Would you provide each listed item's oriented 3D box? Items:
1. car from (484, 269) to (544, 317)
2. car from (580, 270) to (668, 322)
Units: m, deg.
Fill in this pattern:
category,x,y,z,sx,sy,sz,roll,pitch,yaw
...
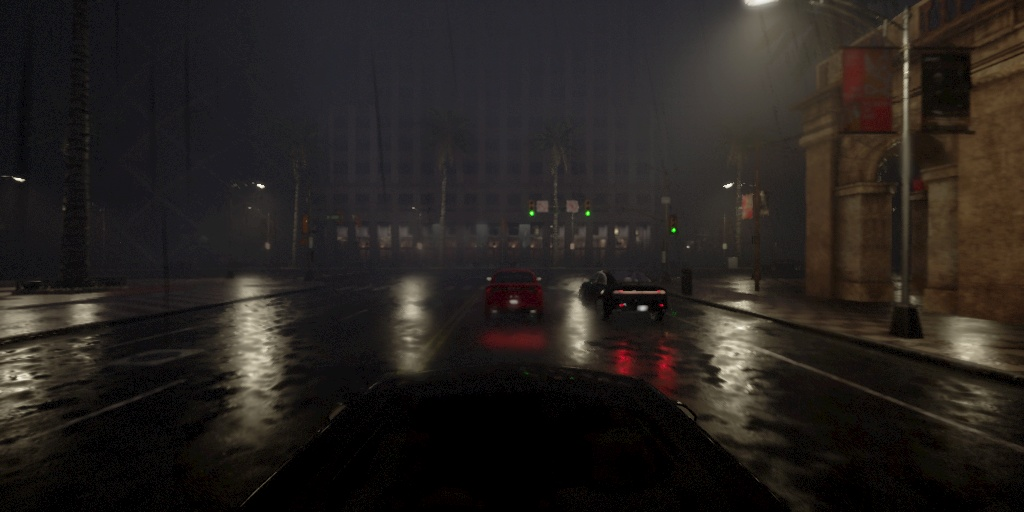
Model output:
category,x,y,z,sx,sy,sz,roll,pitch,yaw
car,0.072,1.189,12.952,1.882,1.535,5.008,0,0,0
car,3.570,1.206,12.199,2.128,1.511,4.902,0,0,0
